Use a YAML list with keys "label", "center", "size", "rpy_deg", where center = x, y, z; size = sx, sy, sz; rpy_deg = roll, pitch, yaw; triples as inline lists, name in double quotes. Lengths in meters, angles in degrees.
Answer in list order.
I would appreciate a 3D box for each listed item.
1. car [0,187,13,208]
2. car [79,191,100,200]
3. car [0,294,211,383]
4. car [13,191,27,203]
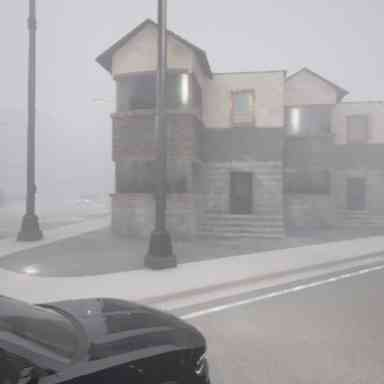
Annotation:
- label: "car"
  center: [-19.964, 0.570, 31.170]
  size: [2.150, 2.045, 5.566]
  rpy_deg: [0, 1, 10]
- label: "car"
  center: [-16.179, 0.586, 52.696]
  size: [1.994, 1.385, 4.181]
  rpy_deg: [0, 0, 10]
- label: "car"
  center: [-2.112, 1.486, 2.412]
  size: [5.008, 1.535, 1.882]
  rpy_deg: [1, 0, -36]
- label: "car"
  center: [-21.804, 0.584, 40.948]
  size: [2.128, 1.511, 4.902]
  rpy_deg: [0, 1, 10]
